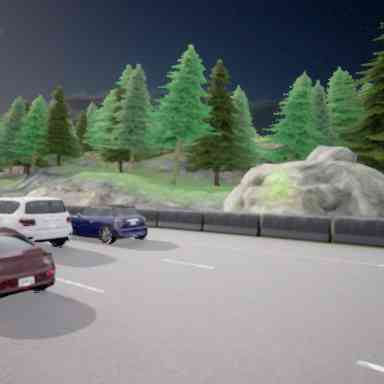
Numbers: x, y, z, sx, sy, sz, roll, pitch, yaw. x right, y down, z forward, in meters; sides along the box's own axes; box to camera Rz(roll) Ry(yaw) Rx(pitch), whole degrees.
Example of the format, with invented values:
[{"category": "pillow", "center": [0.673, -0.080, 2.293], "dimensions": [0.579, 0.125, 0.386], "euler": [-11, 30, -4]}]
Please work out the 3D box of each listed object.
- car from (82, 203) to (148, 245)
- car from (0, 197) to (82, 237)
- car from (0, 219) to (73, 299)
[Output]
[{"category": "car", "center": [-4.284, 1.357, 15.808], "dimensions": [4.553, 1.767, 2.097], "euler": [0, 0, 36]}, {"category": "car", "center": [-7.213, 1.206, 13.618], "dimensions": [5.566, 2.045, 2.150], "euler": [0, 0, 36]}, {"category": "car", "center": [-4.977, 1.513, 7.639], "dimensions": [4.674, 1.442, 1.812], "euler": [0, 0, 36]}]
